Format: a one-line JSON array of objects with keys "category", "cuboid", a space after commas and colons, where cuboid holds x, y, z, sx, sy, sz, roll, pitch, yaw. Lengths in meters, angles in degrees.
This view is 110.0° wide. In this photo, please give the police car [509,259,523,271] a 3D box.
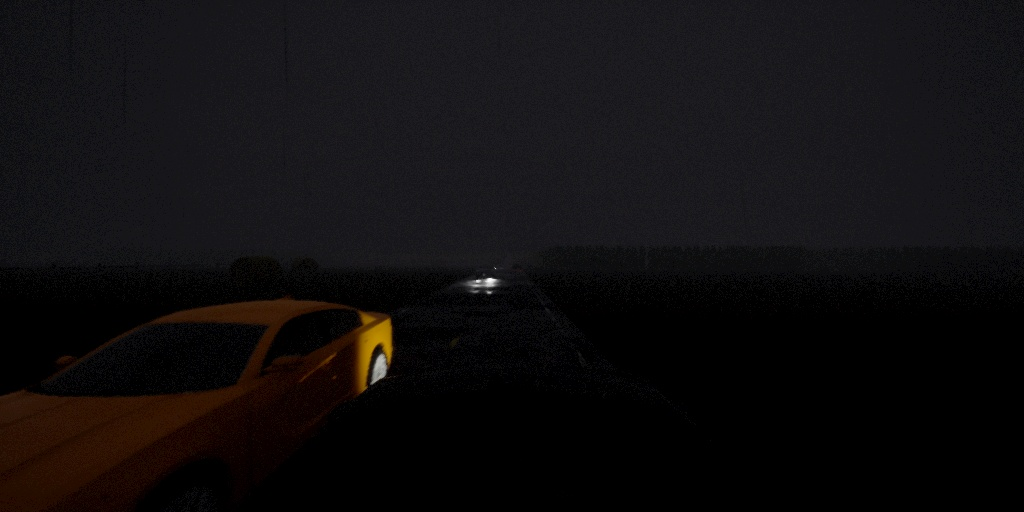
[{"category": "police car", "cuboid": [0.813, 1.613, 61.297, 1.930, 1.638, 5.238, 0, 0, 0]}]

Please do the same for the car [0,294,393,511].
[{"category": "car", "cuboid": [-2.831, 1.245, 3.699, 1.882, 1.535, 5.008, 0, -1, 0]}]

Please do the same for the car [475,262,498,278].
[{"category": "car", "cuboid": [-2.841, 1.642, 38.835, 1.895, 1.301, 4.718, 0, 0, 0]}]
